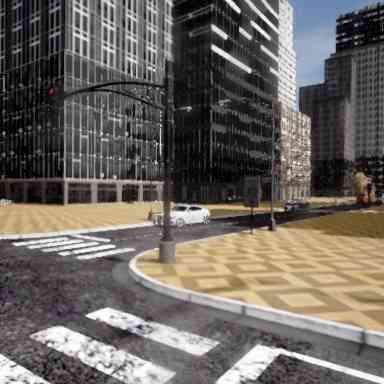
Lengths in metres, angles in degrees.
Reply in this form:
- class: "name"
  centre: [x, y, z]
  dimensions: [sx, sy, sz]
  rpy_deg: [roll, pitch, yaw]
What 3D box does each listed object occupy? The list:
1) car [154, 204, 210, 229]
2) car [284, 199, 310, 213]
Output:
- class: "car"
  centre: [-0.521, 1.541, 22.294]
  dimensions: [1.812, 1.442, 4.674]
  rpy_deg: [1, 0, 37]
- class: "car"
  centre: [12.612, 1.600, 39.844]
  dimensions: [2.128, 1.511, 4.902]
  rpy_deg: [1, 0, 37]
